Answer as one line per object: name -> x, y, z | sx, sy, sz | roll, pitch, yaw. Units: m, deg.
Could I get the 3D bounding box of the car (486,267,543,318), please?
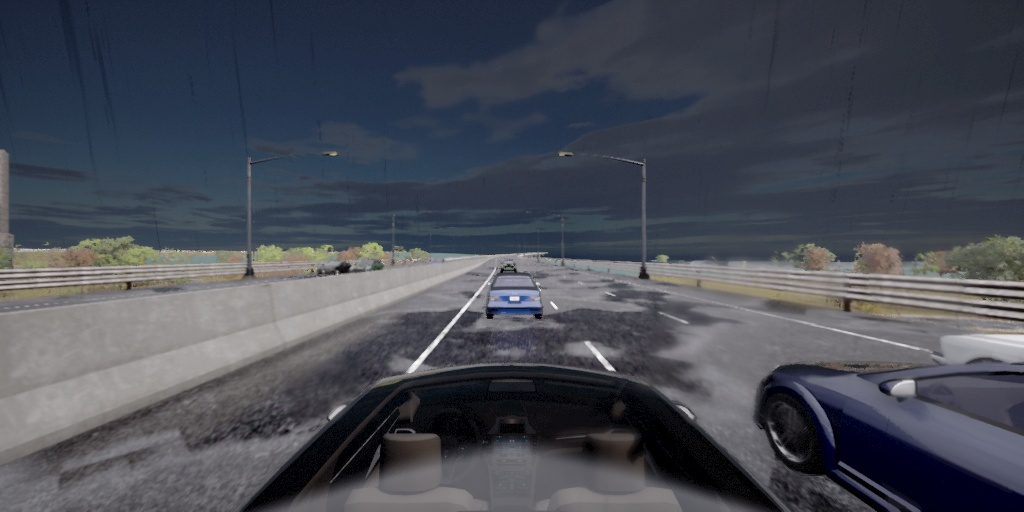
car -> 0.054, 1.297, 13.020 | 2.033, 1.411, 5.357 | 0, 0, 0

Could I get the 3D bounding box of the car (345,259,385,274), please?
car -> -14.449, 1.099, 35.989 | 2.097, 1.767, 4.553 | 0, 0, -1

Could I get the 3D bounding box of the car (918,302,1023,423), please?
car -> 7.093, 1.349, 3.072 | 1.895, 1.301, 4.718 | 0, 0, 0

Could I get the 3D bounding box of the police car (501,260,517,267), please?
police car -> -0.425, 1.244, 43.761 | 2.038, 1.542, 4.974 | 0, 0, -1

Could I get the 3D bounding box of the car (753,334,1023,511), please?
car -> 3.591, 1.313, 2.138 | 1.994, 1.385, 4.181 | 0, 0, 0

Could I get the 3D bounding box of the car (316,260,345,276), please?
car -> -17.960, 1.225, 36.578 | 1.882, 1.535, 5.008 | 0, 0, -1

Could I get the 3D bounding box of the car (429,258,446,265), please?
car -> -11.314, 1.083, 54.950 | 2.097, 1.767, 4.553 | 0, 0, -2
